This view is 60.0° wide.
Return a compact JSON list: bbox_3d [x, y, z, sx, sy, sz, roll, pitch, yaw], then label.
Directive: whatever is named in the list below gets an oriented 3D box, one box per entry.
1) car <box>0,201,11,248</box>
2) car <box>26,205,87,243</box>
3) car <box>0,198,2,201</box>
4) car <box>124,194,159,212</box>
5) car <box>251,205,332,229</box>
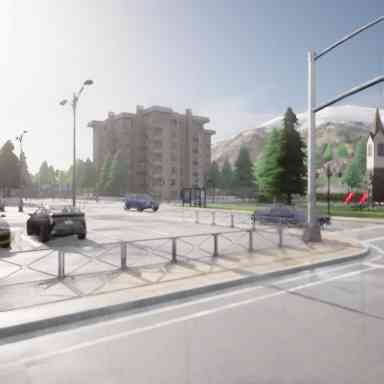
[{"bbox_3d":[-8.819,1.331,13.472,2.152,1.636,5.027,0,0,-36],"label":"car"},{"bbox_3d":[-6.307,1.341,15.350,2.007,1.523,4.514,0,0,-36],"label":"car"},{"bbox_3d":[-21.552,1.375,36.453,1.845,1.501,3.633,0,0,-36],"label":"car"},{"bbox_3d":[-5.946,1.228,38.659,2.150,2.045,5.566,0,0,-36],"label":"car"},{"bbox_3d":[6.361,1.556,21.931,2.033,1.411,5.357,0,0,-36],"label":"car"}]
